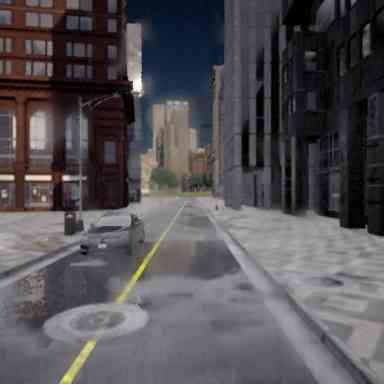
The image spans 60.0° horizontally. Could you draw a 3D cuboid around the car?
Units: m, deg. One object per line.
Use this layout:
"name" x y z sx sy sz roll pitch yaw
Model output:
"car" -3.001 1.571 13.469 1.812 1.442 4.674 0 0 0
